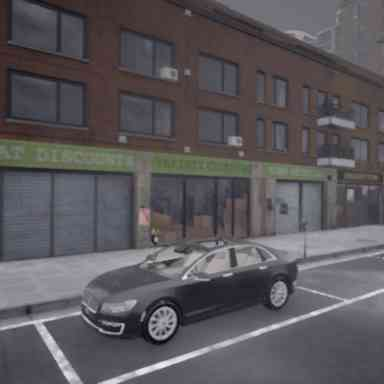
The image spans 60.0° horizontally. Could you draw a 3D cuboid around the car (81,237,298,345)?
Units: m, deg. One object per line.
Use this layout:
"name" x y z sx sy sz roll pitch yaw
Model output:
"car" 0.189 1.585 6.323 4.403 1.369 2.008 1 0 -35
